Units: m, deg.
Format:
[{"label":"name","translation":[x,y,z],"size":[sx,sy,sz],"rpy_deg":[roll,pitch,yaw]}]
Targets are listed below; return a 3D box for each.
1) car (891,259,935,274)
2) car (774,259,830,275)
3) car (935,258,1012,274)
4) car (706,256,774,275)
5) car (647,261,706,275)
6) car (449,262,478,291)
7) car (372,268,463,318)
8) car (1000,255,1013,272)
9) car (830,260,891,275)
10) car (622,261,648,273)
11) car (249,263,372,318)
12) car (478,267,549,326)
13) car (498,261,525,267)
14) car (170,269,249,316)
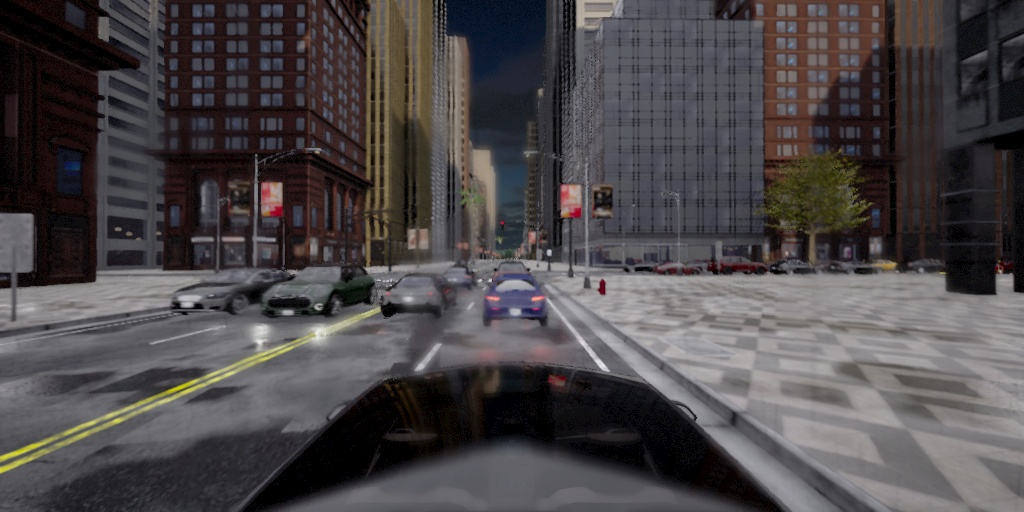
[{"label":"car","translation":[42.033,1.081,36.462],"size":[4.892,1.490,1.837],"rpy_deg":[0,0,0]},{"label":"car","translation":[26.582,1.161,33.588],"size":[4.313,1.339,1.948],"rpy_deg":[0,0,-1]},{"label":"car","translation":[43.495,1.097,33.856],"size":[4.507,1.381,1.888],"rpy_deg":[0,0,-1]},{"label":"car","translation":[20.945,0.926,33.499],"size":[5.009,1.841,2.192],"rpy_deg":[0,0,-1]},{"label":"car","translation":[15.306,1.214,33.409],"size":[4.207,1.307,1.802],"rpy_deg":[0,0,-1]},{"label":"car","translation":[-3.157,1.282,21.767],"size":[1.994,1.385,4.181],"rpy_deg":[0,0,0]},{"label":"car","translation":[-3.154,1.286,12.958],"size":[1.994,1.385,4.181],"rpy_deg":[0,0,0]},{"label":"car","translation":[49.134,0.855,33.945],"size":[5.009,1.841,2.192],"rpy_deg":[0,0,-1]},{"label":"car","translation":[32.219,1.144,33.677],"size":[4.313,1.339,1.948],"rpy_deg":[0,0,-1]},{"label":"car","translation":[15.173,1.268,41.933],"size":[4.313,1.339,1.948],"rpy_deg":[0,0,-1]},{"label":"car","translation":[-6.593,1.074,12.793],"size":[2.097,1.767,4.553],"rpy_deg":[0,0,0]},{"label":"car","translation":[0.101,1.250,11.387],"size":[1.812,1.442,4.674],"rpy_deg":[0,0,0]},{"label":"car","translation":[-0.006,1.069,20.372],"size":[2.097,1.767,4.553],"rpy_deg":[0,0,0]},{"label":"car","translation":[-9.842,1.214,13.327],"size":[2.128,1.511,4.902],"rpy_deg":[0,0,0]}]
